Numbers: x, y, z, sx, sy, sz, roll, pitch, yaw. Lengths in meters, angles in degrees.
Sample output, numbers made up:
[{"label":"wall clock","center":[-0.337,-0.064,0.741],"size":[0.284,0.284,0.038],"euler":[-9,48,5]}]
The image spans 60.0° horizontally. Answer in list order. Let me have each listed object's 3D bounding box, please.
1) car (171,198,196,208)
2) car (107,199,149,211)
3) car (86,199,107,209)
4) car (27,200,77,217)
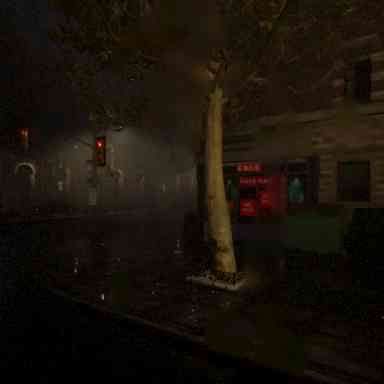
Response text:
[{"label":"car","center":[-1.394,1.547,48.297],"size":[2.033,1.411,5.357],"euler":[0,0,36]},{"label":"car","center":[-7.466,1.601,40.018],"size":[1.895,1.301,4.718],"euler":[0,0,36]},{"label":"car","center":[-11.944,1.595,45.158],"size":[1.895,1.301,4.718],"euler":[0,0,36]},{"label":"car","center":[-13.359,1.526,31.940],"size":[1.812,1.442,4.674],"euler":[0,0,36]}]
